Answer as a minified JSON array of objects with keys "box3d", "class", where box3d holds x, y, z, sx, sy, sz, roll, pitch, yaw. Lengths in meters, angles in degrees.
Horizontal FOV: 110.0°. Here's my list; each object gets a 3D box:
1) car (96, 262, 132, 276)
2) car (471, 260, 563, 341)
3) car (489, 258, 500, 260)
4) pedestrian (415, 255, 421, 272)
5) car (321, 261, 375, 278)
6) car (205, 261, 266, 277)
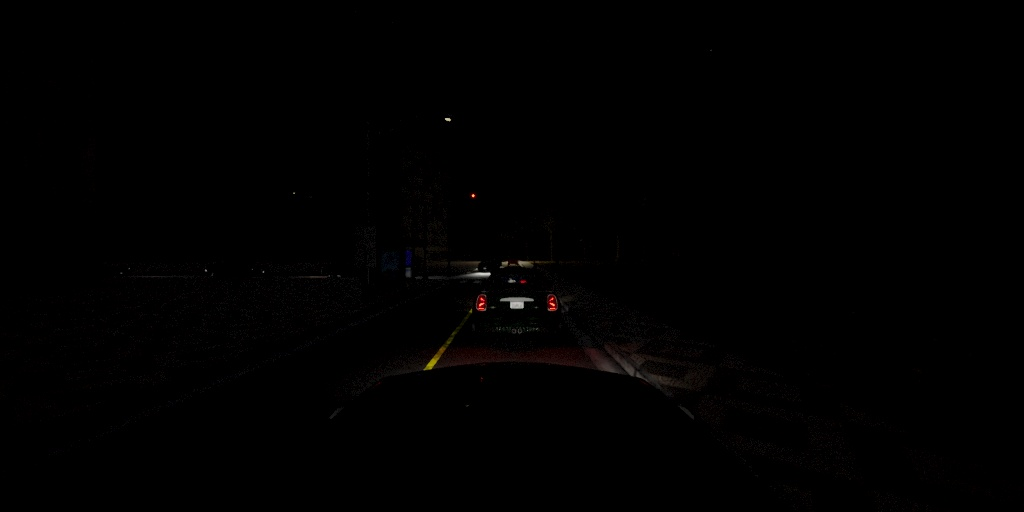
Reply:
[{"box3d":[-37.798,1.235,32.746,4.718,1.301,1.895,0,1,2],"class":"car"},{"box3d":[0.117,1.099,10.016,2.097,1.767,4.553,0,0,0],"class":"car"},{"box3d":[-3.050,1.200,44.244,2.128,1.511,4.902,0,0,3],"class":"car"},{"box3d":[-9.965,0.800,38.171,0.375,1.860,0.375,0,0,2],"class":"pedestrian"},{"box3d":[-14.439,1.192,32.064,4.902,1.511,2.128,0,1,2],"class":"car"},{"box3d":[-24.843,1.163,32.362,4.902,1.511,2.128,0,1,2],"class":"car"}]
